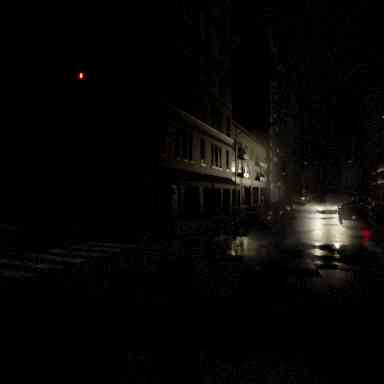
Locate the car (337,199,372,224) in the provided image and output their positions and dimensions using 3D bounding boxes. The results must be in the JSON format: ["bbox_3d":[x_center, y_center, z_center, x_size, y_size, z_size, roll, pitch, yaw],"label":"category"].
[{"bbox_3d":[11.865,1.524,24.688,1.812,1.442,4.674,0,0,22],"label":"car"}]

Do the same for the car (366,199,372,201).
[{"bbox_3d":[16.540,1.549,29.367,2.008,1.369,4.403,1,0,22],"label":"car"}]

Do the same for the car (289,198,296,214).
[{"bbox_3d":[8.644,1.548,32.580,2.008,1.369,4.403,1,0,22],"label":"car"}]

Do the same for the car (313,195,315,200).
[{"bbox_3d":[25.353,1.299,73.537,2.192,1.841,5.009,1,0,22],"label":"car"}]

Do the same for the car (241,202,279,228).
[{"bbox_3d":[4.467,1.581,22.341,1.802,1.307,4.206,1,0,22],"label":"car"}]

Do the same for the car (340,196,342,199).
[{"bbox_3d":[35.340,1.548,75.457,1.947,1.339,4.313,1,0,22],"label":"car"}]

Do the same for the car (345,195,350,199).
[{"bbox_3d":[26.985,1.542,54.972,2.008,1.369,4.403,1,0,22],"label":"car"}]

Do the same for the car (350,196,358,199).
[{"bbox_3d":[22.807,1.560,44.730,1.947,1.339,4.313,1,0,22],"label":"car"}]

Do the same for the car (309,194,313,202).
[{"bbox_3d":[23.263,1.552,68.418,1.947,1.339,4.313,1,0,22],"label":"car"}]

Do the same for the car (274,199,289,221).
[{"bbox_3d":[6.555,1.564,27.460,1.947,1.339,4.313,1,0,22],"label":"car"}]

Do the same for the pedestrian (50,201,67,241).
[{"bbox_3d":[-5.875,1.268,14.738,0.375,1.860,0.375,0,-1,22],"label":"pedestrian"}]

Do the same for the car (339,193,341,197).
[{"bbox_3d":[37.430,1.421,80.577,1.967,1.590,4.097,1,0,22],"label":"car"}]

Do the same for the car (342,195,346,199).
[{"bbox_3d":[31.163,1.552,65.214,1.947,1.339,4.313,1,0,22],"label":"car"}]

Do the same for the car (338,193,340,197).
[{"bbox_3d":[39.519,1.419,85.698,1.967,1.590,4.097,1,0,22],"label":"car"}]

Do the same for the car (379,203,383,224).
[{"bbox_3d":[12.363,1.565,19.124,1.947,1.339,4.313,1,0,22],"label":"car"}]

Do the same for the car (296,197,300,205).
[{"bbox_3d":[10.733,1.541,37.700,1.887,1.381,4.507,1,0,22],"label":"car"}]

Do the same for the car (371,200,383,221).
[{"bbox_3d":[14.452,1.543,24.245,1.887,1.381,4.507,1,0,22],"label":"car"}]

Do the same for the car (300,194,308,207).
[{"bbox_3d":[16.934,1.518,52.902,1.752,1.417,4.829,1,0,22],"label":"car"}]

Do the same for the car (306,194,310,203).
[{"bbox_3d":[19.086,1.556,58.179,1.947,1.339,4.313,1,0,22],"label":"car"}]
